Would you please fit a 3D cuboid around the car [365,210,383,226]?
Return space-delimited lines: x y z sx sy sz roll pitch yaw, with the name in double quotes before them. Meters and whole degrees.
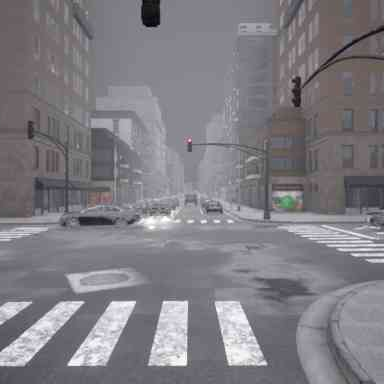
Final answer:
"car" 13.380 1.440 20.628 4.902 1.511 2.128 -1 0 0

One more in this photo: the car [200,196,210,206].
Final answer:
"car" 2.380 1.641 47.139 1.802 1.307 4.206 0 0 0

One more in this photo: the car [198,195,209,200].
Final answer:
"car" 2.390 1.637 52.650 1.947 1.339 4.313 0 0 0

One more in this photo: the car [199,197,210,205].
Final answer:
"car" 2.411 1.648 63.671 2.008 1.369 4.403 0 0 0

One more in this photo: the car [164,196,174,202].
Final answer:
"car" -5.583 1.695 80.218 2.008 1.369 4.403 0 0 0

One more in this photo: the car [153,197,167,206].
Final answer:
"car" -5.624 1.634 58.175 2.008 1.369 4.403 0 0 0

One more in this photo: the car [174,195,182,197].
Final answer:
"car" -3.084 1.637 53.432 1.994 1.385 4.181 0 0 0

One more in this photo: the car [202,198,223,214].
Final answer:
"car" 2.360 1.606 36.117 1.947 1.339 4.313 0 0 0

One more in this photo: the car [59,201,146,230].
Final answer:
"car" -5.597 1.507 20.567 4.902 1.511 2.128 0 0 0

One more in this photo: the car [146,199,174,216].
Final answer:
"car" -3.133 1.637 33.495 1.895 1.301 4.718 0 0 0

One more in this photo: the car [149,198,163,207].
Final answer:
"car" -5.634 1.653 52.664 1.802 1.307 4.206 0 0 0

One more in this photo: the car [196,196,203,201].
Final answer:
"car" 2.050 1.698 90.086 1.812 1.442 4.674 0 0 0

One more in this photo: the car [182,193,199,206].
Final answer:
"car" -0.136 1.299 58.692 2.150 2.045 5.566 0 -1 0

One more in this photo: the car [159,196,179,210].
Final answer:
"car" -3.110 1.617 43.473 1.994 1.385 4.181 0 0 1

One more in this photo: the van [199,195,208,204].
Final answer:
"van" 2.421 1.453 69.182 1.690 1.788 3.998 0 0 0

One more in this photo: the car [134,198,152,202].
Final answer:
"car" -5.665 1.480 36.132 1.967 1.590 4.097 0 0 0

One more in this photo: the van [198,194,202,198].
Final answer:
"van" 2.401 1.424 58.161 1.690 1.788 3.998 0 0 0

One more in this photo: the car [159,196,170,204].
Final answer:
"car" -5.604 1.552 69.197 1.967 1.590 4.097 0 0 0
